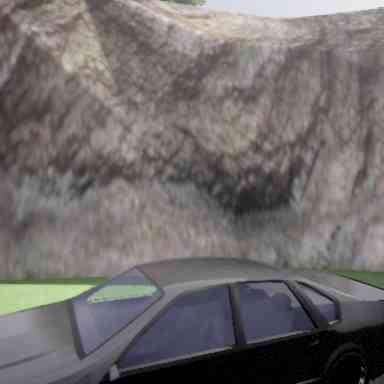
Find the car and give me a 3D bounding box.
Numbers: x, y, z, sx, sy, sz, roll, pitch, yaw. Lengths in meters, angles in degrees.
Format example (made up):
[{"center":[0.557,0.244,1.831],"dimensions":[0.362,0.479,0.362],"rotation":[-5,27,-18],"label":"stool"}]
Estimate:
[{"center":[-0.002,1.504,3.614],"dimensions":[5.357,1.411,2.033],"rotation":[0,1,-24],"label":"car"}]
